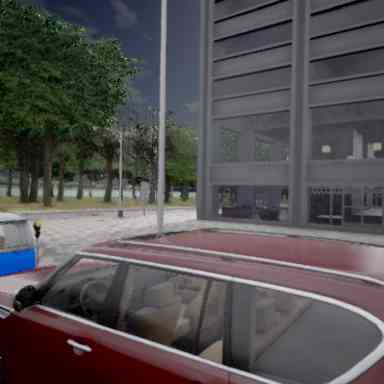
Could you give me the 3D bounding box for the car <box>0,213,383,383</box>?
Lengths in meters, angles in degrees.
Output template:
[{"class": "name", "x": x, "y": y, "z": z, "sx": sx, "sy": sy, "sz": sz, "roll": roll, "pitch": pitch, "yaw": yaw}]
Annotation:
[{"class": "car", "x": -0.170, "y": 1.277, "z": 3.070, "sx": 5.009, "sy": 1.841, "sz": 2.192, "roll": 1, "pitch": 1, "yaw": 35}]
